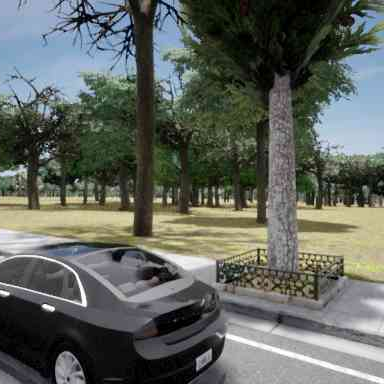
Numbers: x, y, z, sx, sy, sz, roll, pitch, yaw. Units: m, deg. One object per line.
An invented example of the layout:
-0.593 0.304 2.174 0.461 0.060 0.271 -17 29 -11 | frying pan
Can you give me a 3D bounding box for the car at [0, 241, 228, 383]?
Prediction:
-1.833 1.502 4.911 4.892 1.490 1.837 0 0 36 | car
